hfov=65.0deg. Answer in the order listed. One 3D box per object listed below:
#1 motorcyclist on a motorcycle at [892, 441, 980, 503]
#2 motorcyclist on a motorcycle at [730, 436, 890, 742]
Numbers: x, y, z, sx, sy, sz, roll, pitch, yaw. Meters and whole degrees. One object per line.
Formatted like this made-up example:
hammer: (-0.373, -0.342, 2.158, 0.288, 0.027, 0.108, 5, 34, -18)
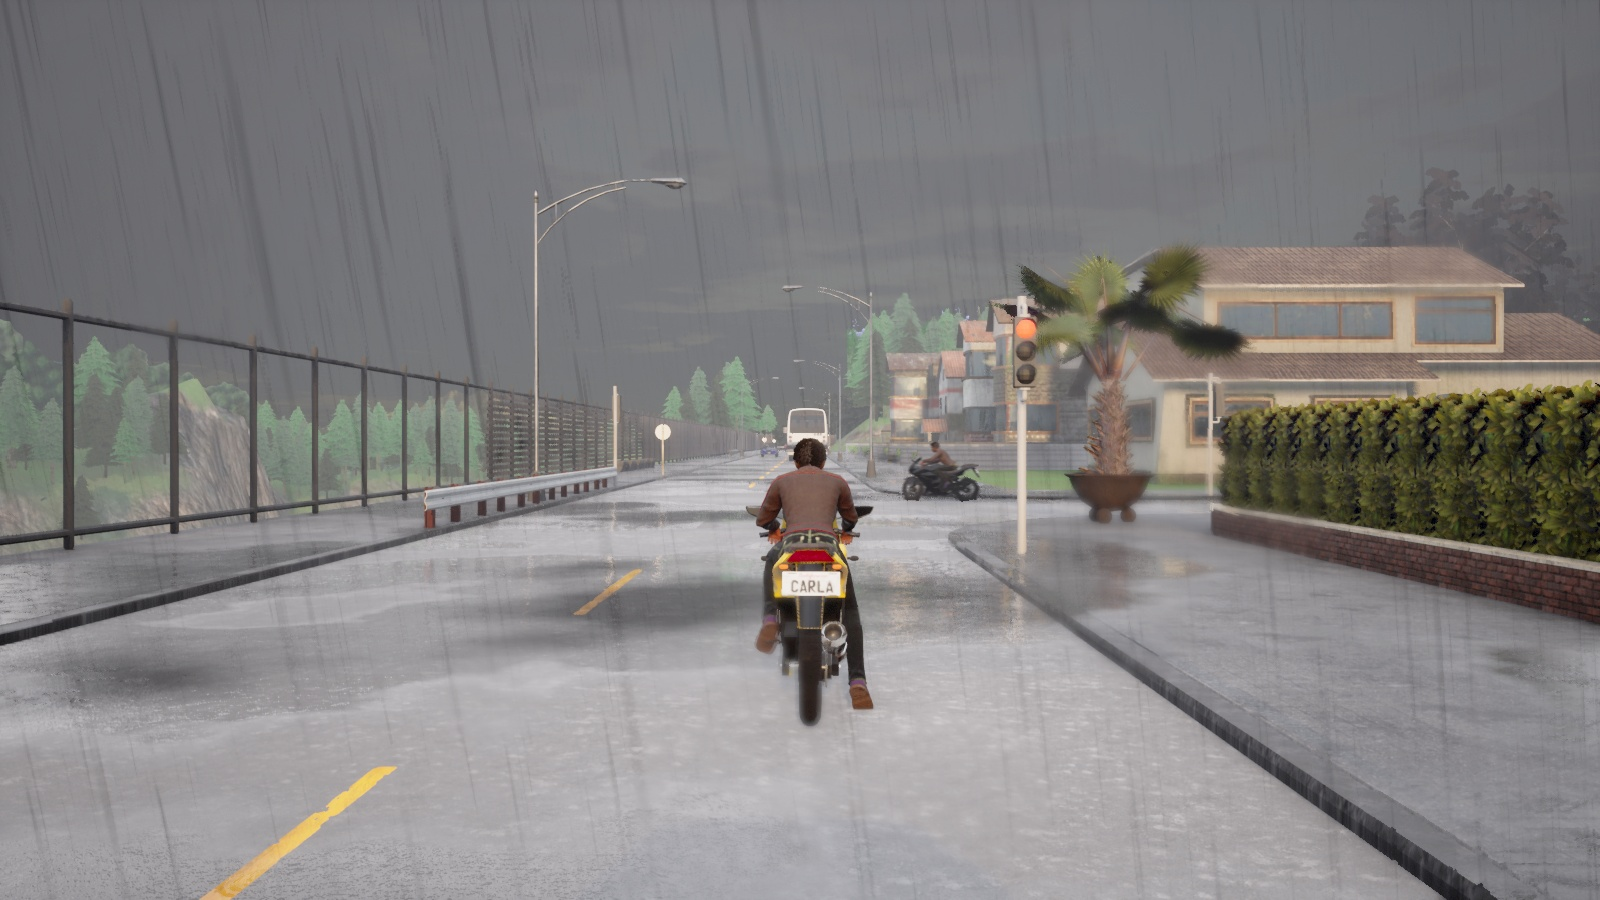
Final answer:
motorcyclist on a motorcycle: (3.420, 0.554, 31.492, 2.044, 1.523, 0.797, 0, -2, 21)
motorcyclist on a motorcycle: (0.056, 0.688, 7.269, 0.797, 1.523, 2.044, 0, 0, 0)
